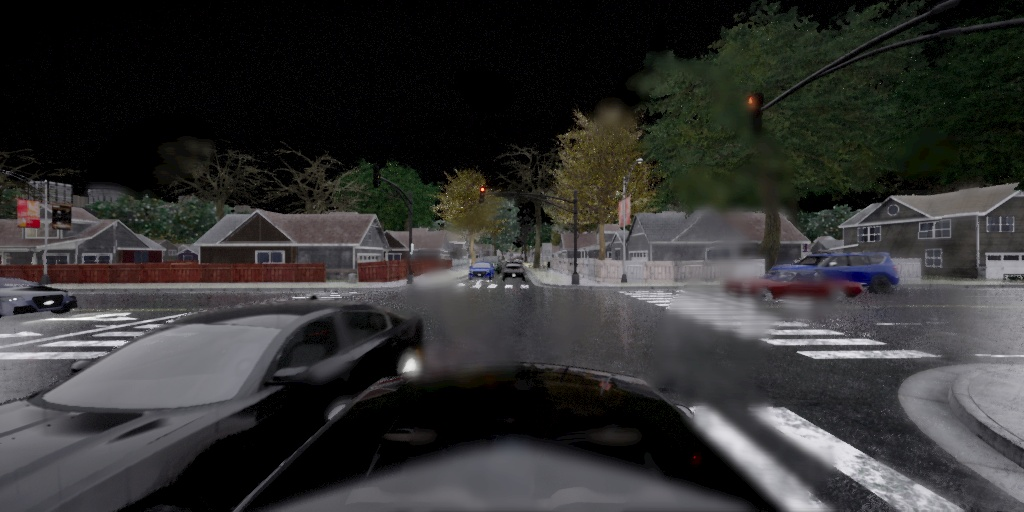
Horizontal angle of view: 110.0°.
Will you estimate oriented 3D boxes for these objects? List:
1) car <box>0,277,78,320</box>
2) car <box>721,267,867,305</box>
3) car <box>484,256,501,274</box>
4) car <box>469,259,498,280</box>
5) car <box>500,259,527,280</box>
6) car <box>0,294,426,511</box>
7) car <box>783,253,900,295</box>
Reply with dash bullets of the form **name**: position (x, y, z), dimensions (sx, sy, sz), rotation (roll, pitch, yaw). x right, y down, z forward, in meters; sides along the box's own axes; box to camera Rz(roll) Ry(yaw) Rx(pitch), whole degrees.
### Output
- **car**: position (-17.596, 1.410, 12.128), dimensions (4.181, 1.385, 1.994), rotation (0, 0, 1)
- **car**: position (11.541, 1.271, 15.087), dimensions (4.718, 1.301, 1.895), rotation (0, 0, 0)
- **car**: position (-2.394, 0.993, 41.637), dimensions (2.150, 2.045, 5.566), rotation (0, 0, 1)
- **car**: position (-2.589, 1.241, 31.401), dimensions (1.882, 1.535, 5.008), rotation (0, 0, 1)
- **car**: position (0.206, 1.268, 31.014), dimensions (1.837, 1.490, 4.892), rotation (-1, 0, 2)
- **car**: position (-2.471, 1.228, 3.453), dimensions (1.882, 1.535, 5.008), rotation (-1, 0, 8)
- **car**: position (16.248, 0.863, 18.297), dimensions (5.566, 2.045, 2.150), rotation (0, 0, 1)
